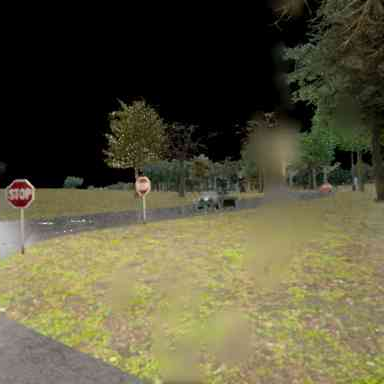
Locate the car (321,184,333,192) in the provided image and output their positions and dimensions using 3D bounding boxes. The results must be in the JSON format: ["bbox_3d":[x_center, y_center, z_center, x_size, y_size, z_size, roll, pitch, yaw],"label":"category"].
[{"bbox_3d":[31.541,-1.083,77.742,2.097,1.767,4.553,-2,1,30],"label":"car"}]

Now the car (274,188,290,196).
[{"bbox_3d":[17.218,-0.059,63.694,2.128,1.511,4.902,-3,1,35],"label":"car"}]

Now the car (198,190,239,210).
[{"bbox_3d":[2.426,0.632,29.828,2.097,1.767,4.553,-3,0,35],"label":"car"}]
